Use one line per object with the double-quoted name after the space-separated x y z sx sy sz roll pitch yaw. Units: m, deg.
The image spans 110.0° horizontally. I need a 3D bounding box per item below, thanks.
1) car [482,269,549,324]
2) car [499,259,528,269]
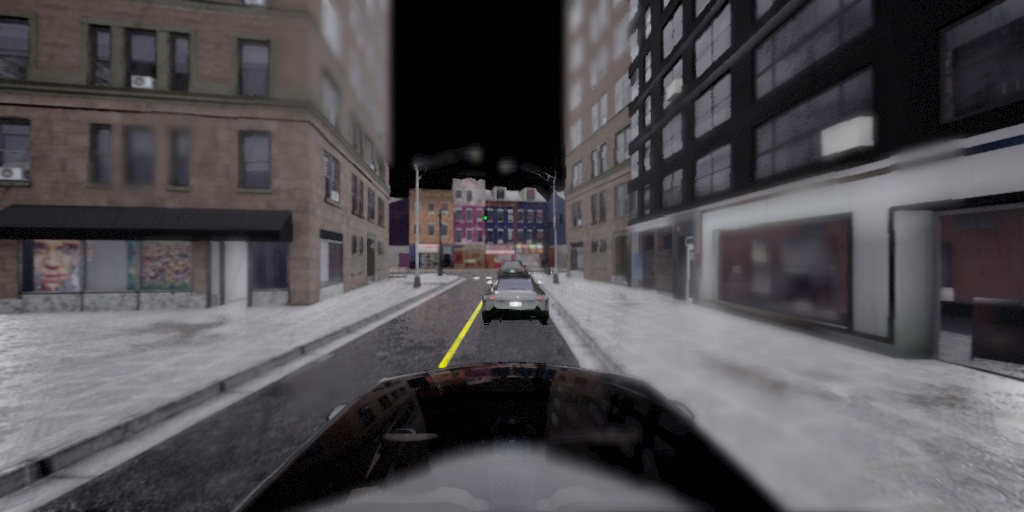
0.098 1.287 11.877 1.994 1.385 4.181 0 0 0 "car"
0.100 1.036 26.443 2.097 1.767 4.553 0 0 0 "car"
